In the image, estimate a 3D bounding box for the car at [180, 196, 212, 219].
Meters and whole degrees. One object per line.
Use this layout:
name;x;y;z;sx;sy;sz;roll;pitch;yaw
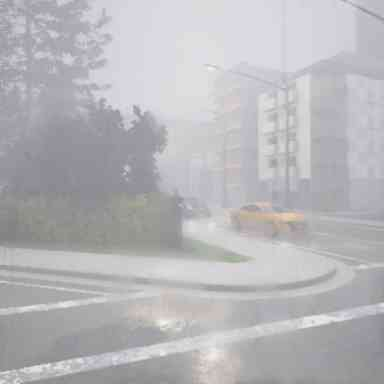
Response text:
car;-0.232;1.123;26.267;2.097;1.767;4.553;-1;1;-24

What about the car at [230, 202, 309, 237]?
car;3.823;1.298;17.252;1.882;1.535;5.008;-1;1;-24
